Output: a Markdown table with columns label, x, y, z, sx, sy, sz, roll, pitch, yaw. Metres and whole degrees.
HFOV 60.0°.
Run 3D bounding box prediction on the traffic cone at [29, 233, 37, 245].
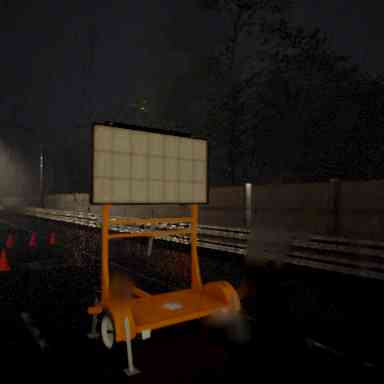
| label | x | y | z | sx | sy | sz | roll | pitch | yaw |
| --- | --- | --- | --- | --- | --- | --- | --- | --- | --- |
| traffic cone | -8.061 | 2.370 | 16.873 | 0.340 | 0.580 | 0.340 | 1 | -2 | -36 |

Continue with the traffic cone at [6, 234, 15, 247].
| label | x | y | z | sx | sy | sz | roll | pitch | yaw |
| --- | --- | --- | --- | --- | --- | --- | --- | --- | --- |
| traffic cone | -8.868 | 2.349 | 16.283 | 0.340 | 0.580 | 0.340 | 1 | -2 | -36 |

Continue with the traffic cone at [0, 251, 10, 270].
| label | x | y | z | sx | sy | sz | roll | pitch | yaw |
| --- | --- | --- | --- | --- | --- | --- | --- | --- | --- |
| traffic cone | -6.131 | 2.218 | 10.852 | 0.340 | 0.580 | 0.340 | 1 | -2 | -36 |

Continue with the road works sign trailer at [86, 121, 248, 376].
| label | x | y | z | sx | sy | sz | roll | pitch | yaw |
| --- | --- | --- | --- | --- | --- | --- | --- | --- | --- |
| road works sign trailer | -0.787 | 0.632 | 6.123 | 2.380 | 3.560 | 2.880 | 1 | -2 | -36 |

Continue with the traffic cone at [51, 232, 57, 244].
| label | x | y | z | sx | sy | sz | roll | pitch | yaw |
| --- | --- | --- | --- | --- | --- | --- | --- | --- | --- |
| traffic cone | -7.254 | 2.390 | 17.463 | 0.340 | 0.580 | 0.340 | 1 | -2 | -36 |
